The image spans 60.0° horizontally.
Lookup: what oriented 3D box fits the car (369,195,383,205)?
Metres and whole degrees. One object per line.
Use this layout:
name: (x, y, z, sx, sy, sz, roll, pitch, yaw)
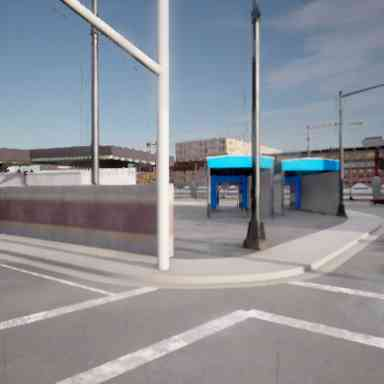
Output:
car: (30.464, 1.201, 52.594, 2.097, 1.767, 4.553, 0, 0, -18)
